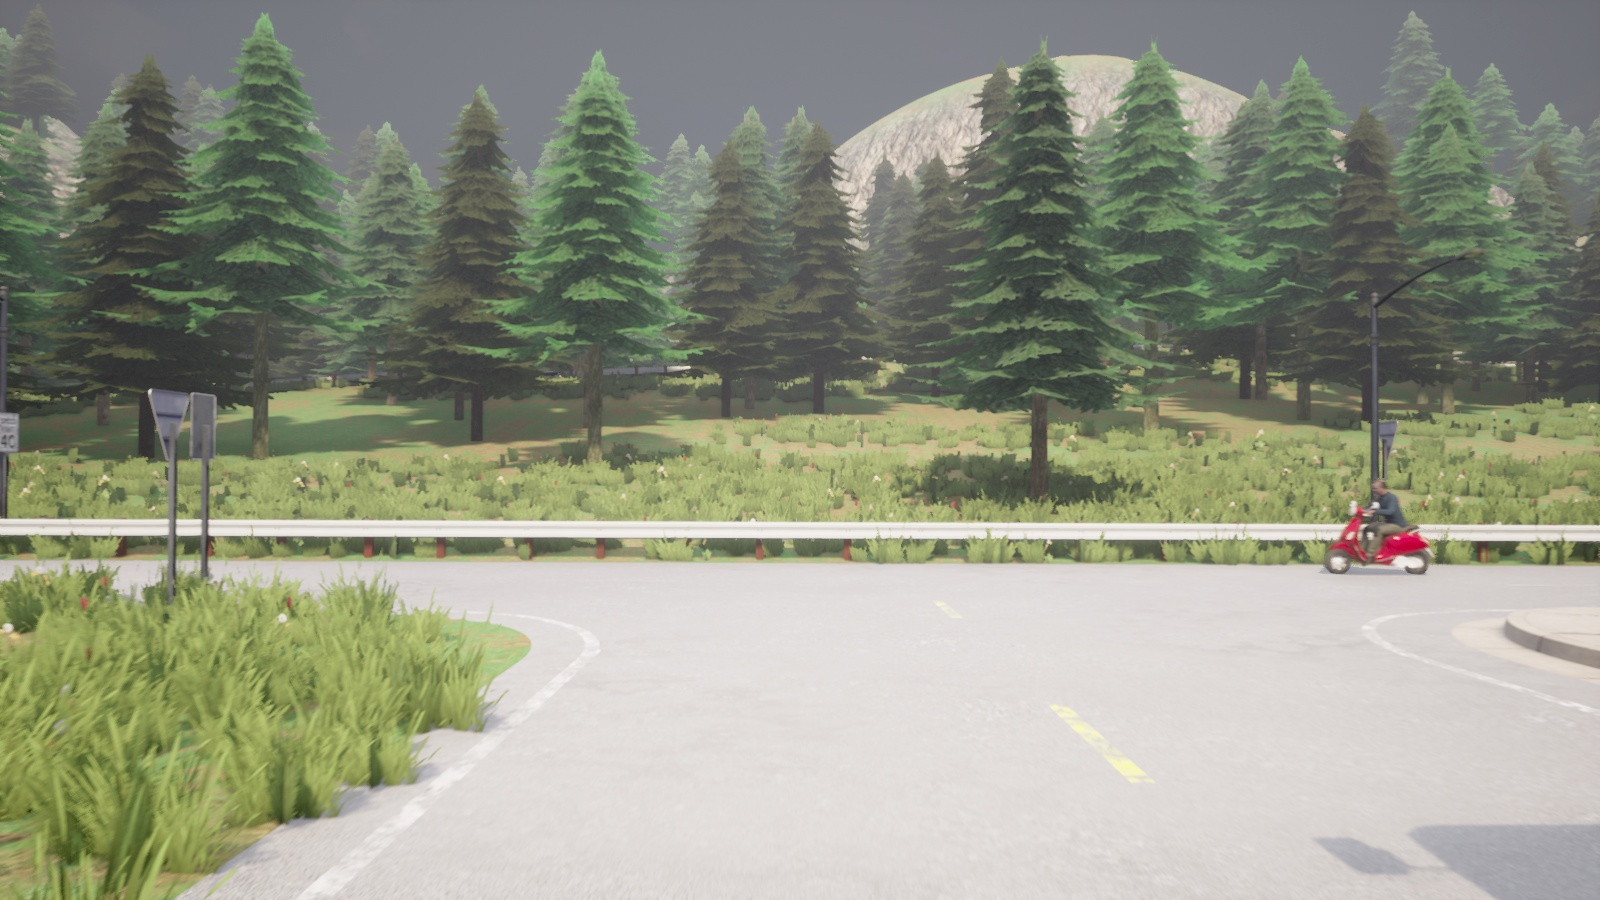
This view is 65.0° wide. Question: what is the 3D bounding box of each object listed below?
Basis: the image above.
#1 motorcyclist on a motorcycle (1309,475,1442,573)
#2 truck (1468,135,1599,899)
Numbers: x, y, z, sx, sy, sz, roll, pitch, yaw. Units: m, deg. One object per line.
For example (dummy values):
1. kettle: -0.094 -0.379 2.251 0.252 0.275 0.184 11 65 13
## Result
1. motorcyclist on a motorcycle: 9.636 1.222 21.068 1.817 1.590 0.866 0 -1 -1
2. truck: 3.496 0.337 1.464 2.627 2.467 5.204 0 -1 0
